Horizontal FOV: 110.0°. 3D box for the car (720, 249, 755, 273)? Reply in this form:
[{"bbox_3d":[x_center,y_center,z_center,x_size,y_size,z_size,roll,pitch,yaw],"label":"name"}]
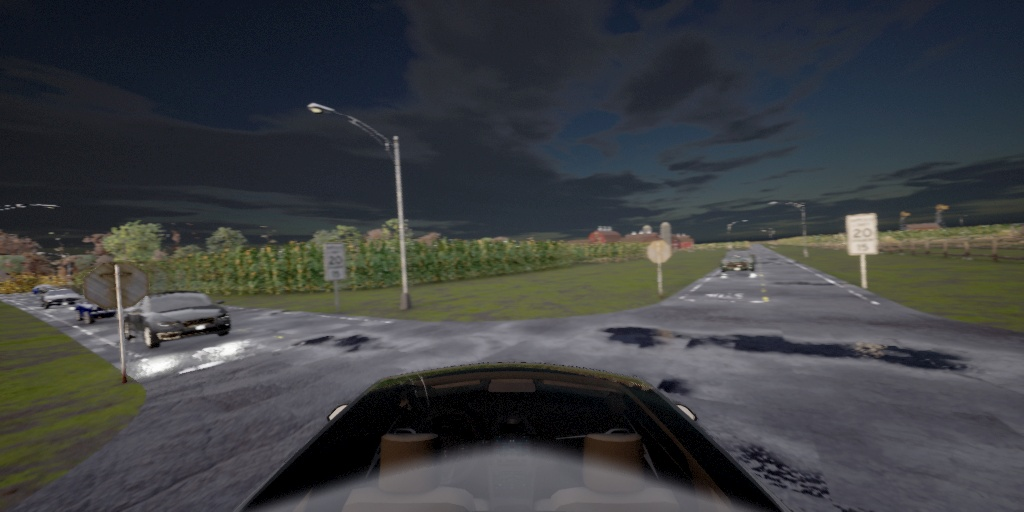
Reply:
[{"bbox_3d":[17.126,0.297,27.186,2.097,1.767,4.553,-3,0,34],"label":"car"}]

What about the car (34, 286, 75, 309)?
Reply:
[{"bbox_3d":[-36.972,3.442,29.352,5.357,1.411,2.033,-3,0,34],"label":"car"}]

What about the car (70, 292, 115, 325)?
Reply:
[{"bbox_3d":[-20.200,2.537,18.005,4.718,1.301,1.895,-3,0,34],"label":"car"}]

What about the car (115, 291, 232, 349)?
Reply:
[{"bbox_3d":[-10.937,1.912,11.643,4.892,1.490,1.837,-3,0,35],"label":"car"}]
